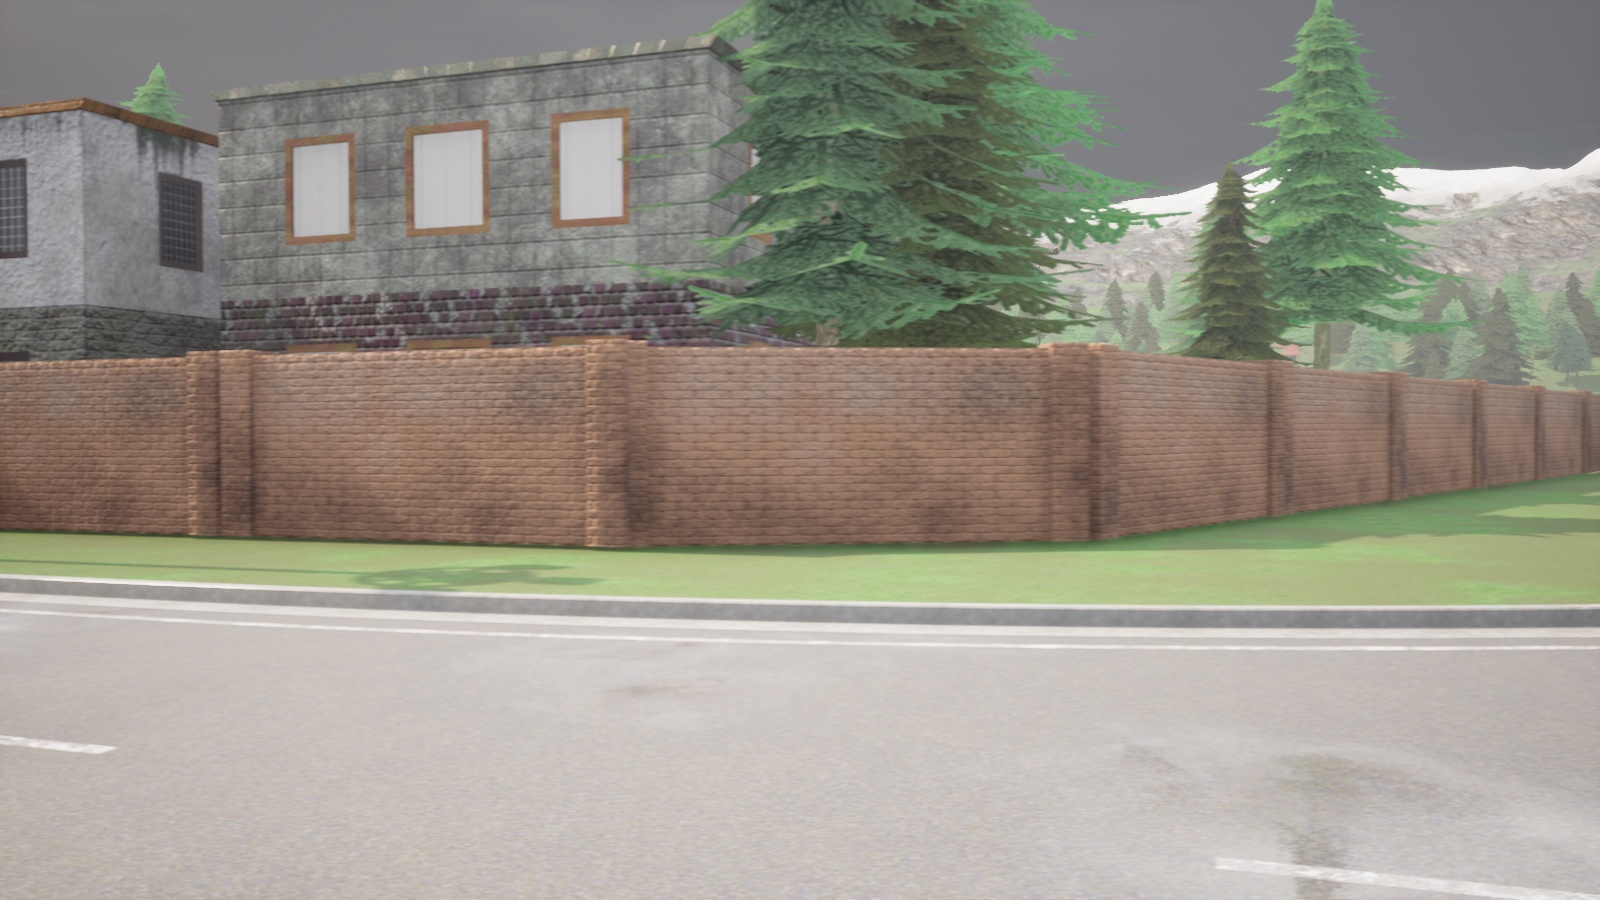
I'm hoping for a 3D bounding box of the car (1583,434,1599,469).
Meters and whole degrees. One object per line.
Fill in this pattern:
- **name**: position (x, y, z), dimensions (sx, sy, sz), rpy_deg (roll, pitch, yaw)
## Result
- **car**: position (35.849, 0.069, 53.538), dimensions (3.806, 1.475, 1.970), rpy_deg (1, 1, 19)
